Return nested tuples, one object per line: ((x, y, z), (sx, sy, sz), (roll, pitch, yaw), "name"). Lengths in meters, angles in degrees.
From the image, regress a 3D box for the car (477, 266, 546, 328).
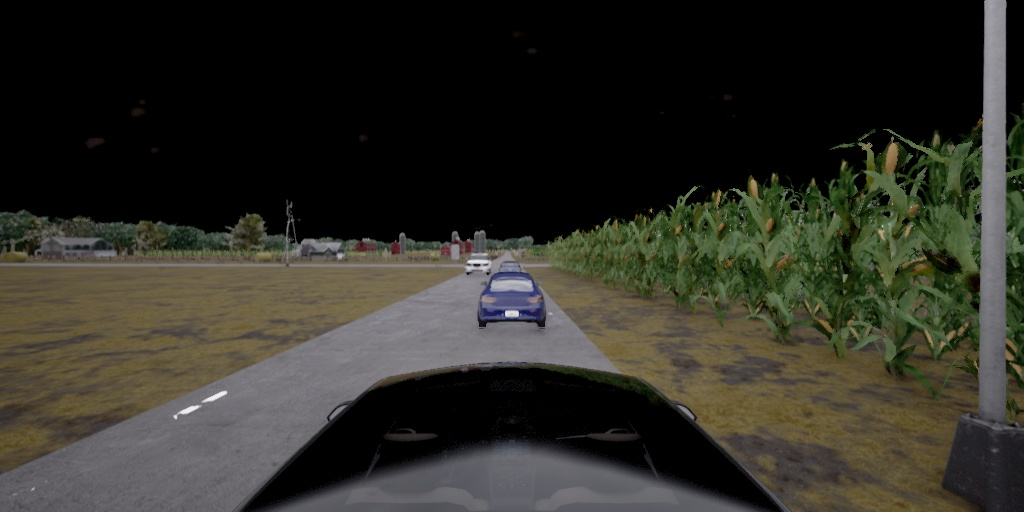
((-0.011, 1.217, 11.003), (1.812, 1.442, 4.674), (0, 1, 0), "car")

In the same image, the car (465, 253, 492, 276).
((-3.137, 0.759, 34.541), (2.150, 2.045, 5.566), (0, 0, 0), "car")

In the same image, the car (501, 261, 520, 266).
((-0.157, 1.120, 29.105), (2.033, 1.411, 5.357), (0, 0, 0), "car")
